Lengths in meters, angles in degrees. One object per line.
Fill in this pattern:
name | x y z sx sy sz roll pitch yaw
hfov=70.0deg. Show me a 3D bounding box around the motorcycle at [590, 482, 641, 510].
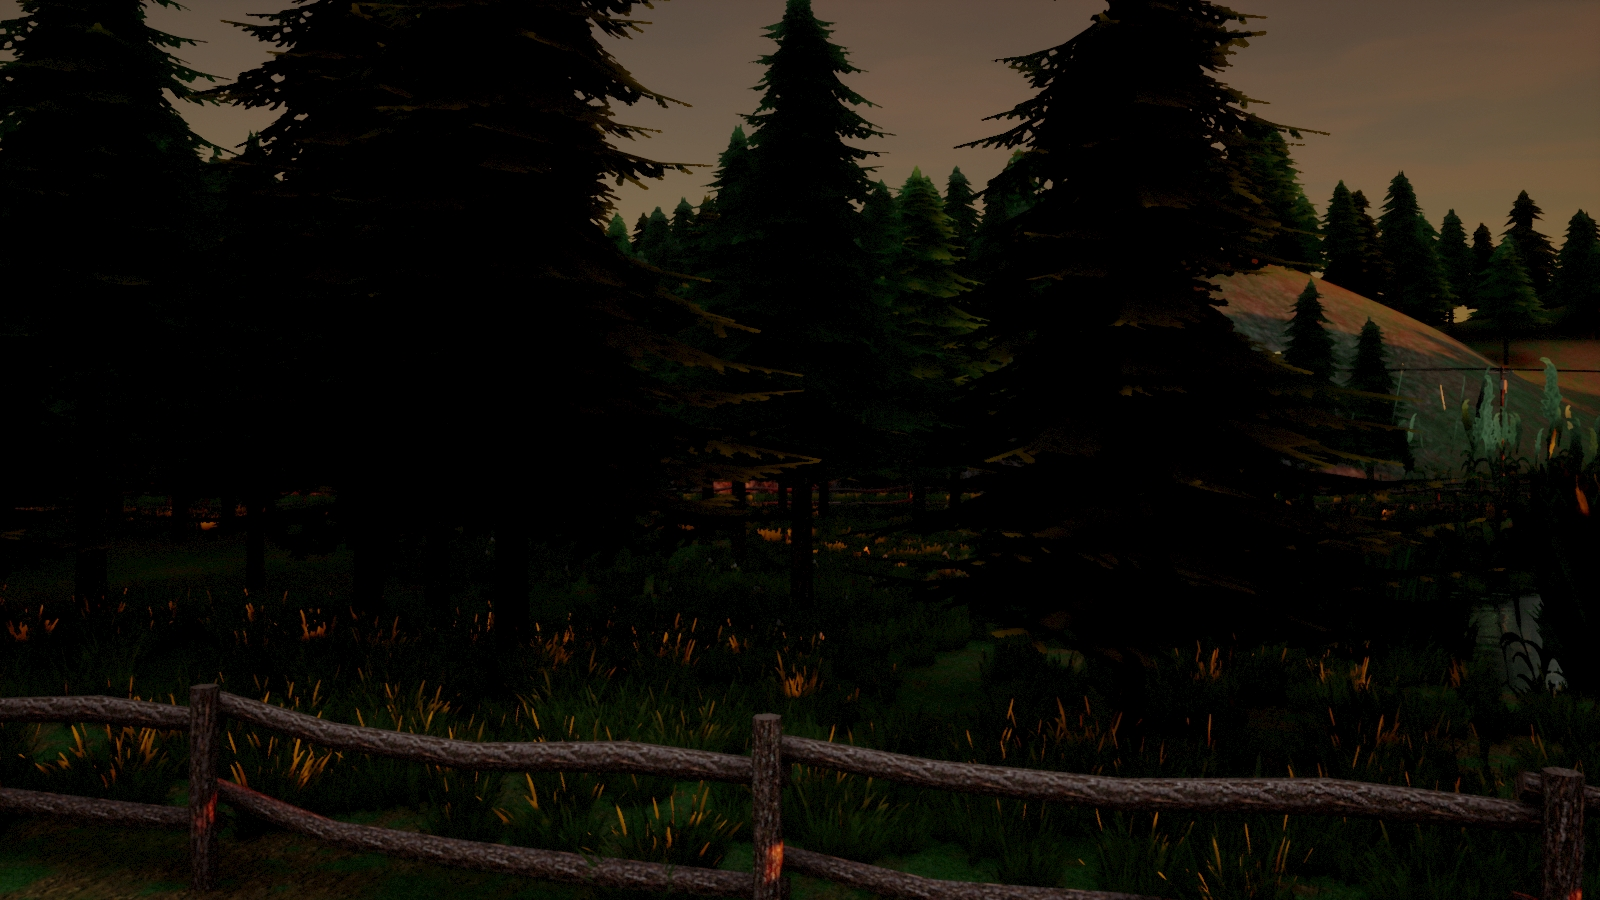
motorcycle | -8.739 2.178 54.117 2.209 1.251 0.867 0 0 14
